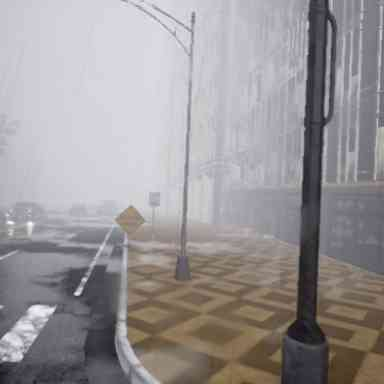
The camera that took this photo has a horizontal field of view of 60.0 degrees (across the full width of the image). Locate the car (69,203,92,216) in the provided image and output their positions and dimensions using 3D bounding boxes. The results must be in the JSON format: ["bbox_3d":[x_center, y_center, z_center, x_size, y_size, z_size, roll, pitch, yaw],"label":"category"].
[{"bbox_3d":[-14.181,2.174,41.877,2.128,1.511,4.902,3,-2,-12],"label":"car"}]

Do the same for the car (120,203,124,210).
[{"bbox_3d":[-14.868,2.920,67.732,1.812,1.442,4.674,3,-2,-11],"label":"car"}]

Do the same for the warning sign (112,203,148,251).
[{"bbox_3d":[-2.621,1.465,14.075,1.300,1.860,1.060,4,-1,-11],"label":"warning sign"}]

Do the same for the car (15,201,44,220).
[{"bbox_3d":[-15.693,1.685,31.696,2.097,1.767,4.553,3,-2,-11],"label":"car"}]

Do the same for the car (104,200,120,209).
[{"bbox_3d":[-12.930,2.245,51.931,2.150,2.045,5.566,3,-2,-11],"label":"car"}]

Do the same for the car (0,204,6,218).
[{"bbox_3d":[-18.705,1.767,30.095,1.895,1.301,4.718,3,-2,-11],"label":"car"}]

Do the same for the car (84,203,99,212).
[{"bbox_3d":[-16.989,2.583,56.198,1.895,1.301,4.718,3,-2,-11],"label":"car"}]

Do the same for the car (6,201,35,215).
[{"bbox_3d":[-20.615,1.906,40.201,1.812,1.442,4.674,3,-2,-11],"label":"car"}]

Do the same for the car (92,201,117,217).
[{"bbox_3d":[-10.925,2.307,41.832,2.128,1.511,4.902,3,-2,-11],"label":"car"}]

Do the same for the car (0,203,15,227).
[{"bbox_3d":[-13.772,1.615,21.765,2.128,1.511,4.902,3,-2,-11],"label":"car"}]
